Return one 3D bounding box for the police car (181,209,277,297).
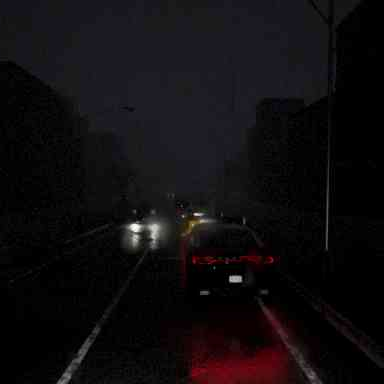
[{"bbox_3d":[0.744,1.474,8.875,1.930,1.638,5.238,0,-1,-2],"label":"police car"}]

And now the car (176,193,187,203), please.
[{"bbox_3d":[-1.887,1.046,59.198,1.994,1.385,4.181,0,3,-2],"label":"car"}]

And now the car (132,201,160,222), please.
[{"bbox_3d":[-3.950,1.634,28.922,2.097,1.767,4.553,0,0,-2],"label":"car"}]

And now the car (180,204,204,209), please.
[{"bbox_3d":[0.400,1.667,18.975,1.801,1.575,5.366,0,-1,-2],"label":"car"}]

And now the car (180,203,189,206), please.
[{"bbox_3d":[0.200,1.793,24.786,1.812,1.442,4.674,0,0,-2],"label":"car"}]

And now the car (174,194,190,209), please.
[{"bbox_3d":[-1.404,1.524,45.555,1.837,1.490,4.892,0,2,-2],"label":"car"}]
